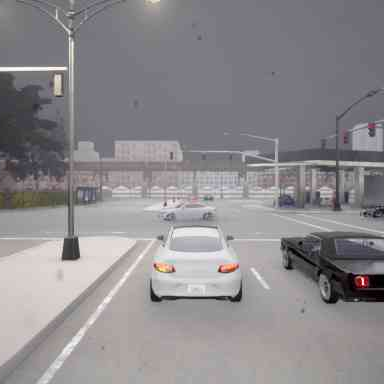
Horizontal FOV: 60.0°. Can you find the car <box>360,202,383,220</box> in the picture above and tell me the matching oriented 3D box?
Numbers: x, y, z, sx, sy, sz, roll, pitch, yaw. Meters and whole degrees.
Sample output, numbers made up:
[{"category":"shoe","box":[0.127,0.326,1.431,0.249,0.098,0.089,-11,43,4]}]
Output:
[{"category":"car","box":[16.528,1.493,27.529,4.902,1.511,2.128,0,0,-1]}]

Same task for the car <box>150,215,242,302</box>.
[{"category":"car","box":[0.084,1.517,8.112,1.812,1.442,4.674,0,0,0]}]

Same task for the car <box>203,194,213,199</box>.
[{"category":"car","box":[3.516,1.257,72.298,2.097,1.767,4.553,0,0,0]}]

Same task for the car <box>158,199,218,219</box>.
[{"category":"car","box":[-0.300,1.493,25.434,4.674,1.442,1.812,0,0,-17]}]

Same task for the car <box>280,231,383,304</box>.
[{"category":"car","box":[3.589,1.599,8.095,1.895,1.301,4.718,0,0,0]}]

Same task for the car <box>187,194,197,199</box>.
[{"category":"car","box":[0.016,1.250,72.299,2.097,1.767,4.553,0,0,0]}]

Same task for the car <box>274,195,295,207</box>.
[{"category":"car","box":[13.222,1.262,47.651,2.242,1.667,4.611,0,0,0]}]

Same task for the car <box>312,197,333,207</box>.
[{"category":"car","box":[18.967,1.434,48.413,1.970,1.475,3.806,0,0,0]}]
